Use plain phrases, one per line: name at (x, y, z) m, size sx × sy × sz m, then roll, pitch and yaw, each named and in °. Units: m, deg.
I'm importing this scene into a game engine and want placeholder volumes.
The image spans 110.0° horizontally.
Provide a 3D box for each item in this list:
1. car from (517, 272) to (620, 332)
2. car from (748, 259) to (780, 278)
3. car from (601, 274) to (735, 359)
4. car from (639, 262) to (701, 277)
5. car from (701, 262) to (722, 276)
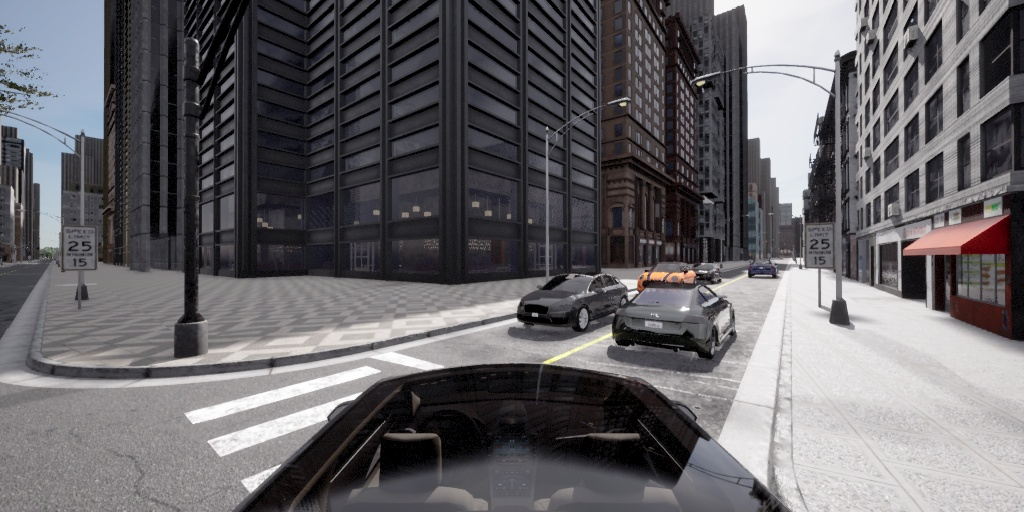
car at (2.084, 1.268, 11.185) m, size 1.837 × 1.490 × 4.892 m, roll 0°, pitch 0°, yaw 38°
car at (23.601, 1.084, 33.697) m, size 2.097 × 1.767 × 4.553 m, roll 0°, pitch 0°, yaw 38°
car at (4.006, 1.312, 8.606) m, size 1.994 × 1.385 × 4.181 m, roll 0°, pitch 0°, yaw 38°
car at (8.398, 1.111, 19.302) m, size 2.097 × 1.767 × 4.553 m, roll 0°, pitch 0°, yaw 38°
car at (14.695, 1.259, 27.379) m, size 1.837 × 1.490 × 4.892 m, roll 0°, pitch 0°, yaw 38°
